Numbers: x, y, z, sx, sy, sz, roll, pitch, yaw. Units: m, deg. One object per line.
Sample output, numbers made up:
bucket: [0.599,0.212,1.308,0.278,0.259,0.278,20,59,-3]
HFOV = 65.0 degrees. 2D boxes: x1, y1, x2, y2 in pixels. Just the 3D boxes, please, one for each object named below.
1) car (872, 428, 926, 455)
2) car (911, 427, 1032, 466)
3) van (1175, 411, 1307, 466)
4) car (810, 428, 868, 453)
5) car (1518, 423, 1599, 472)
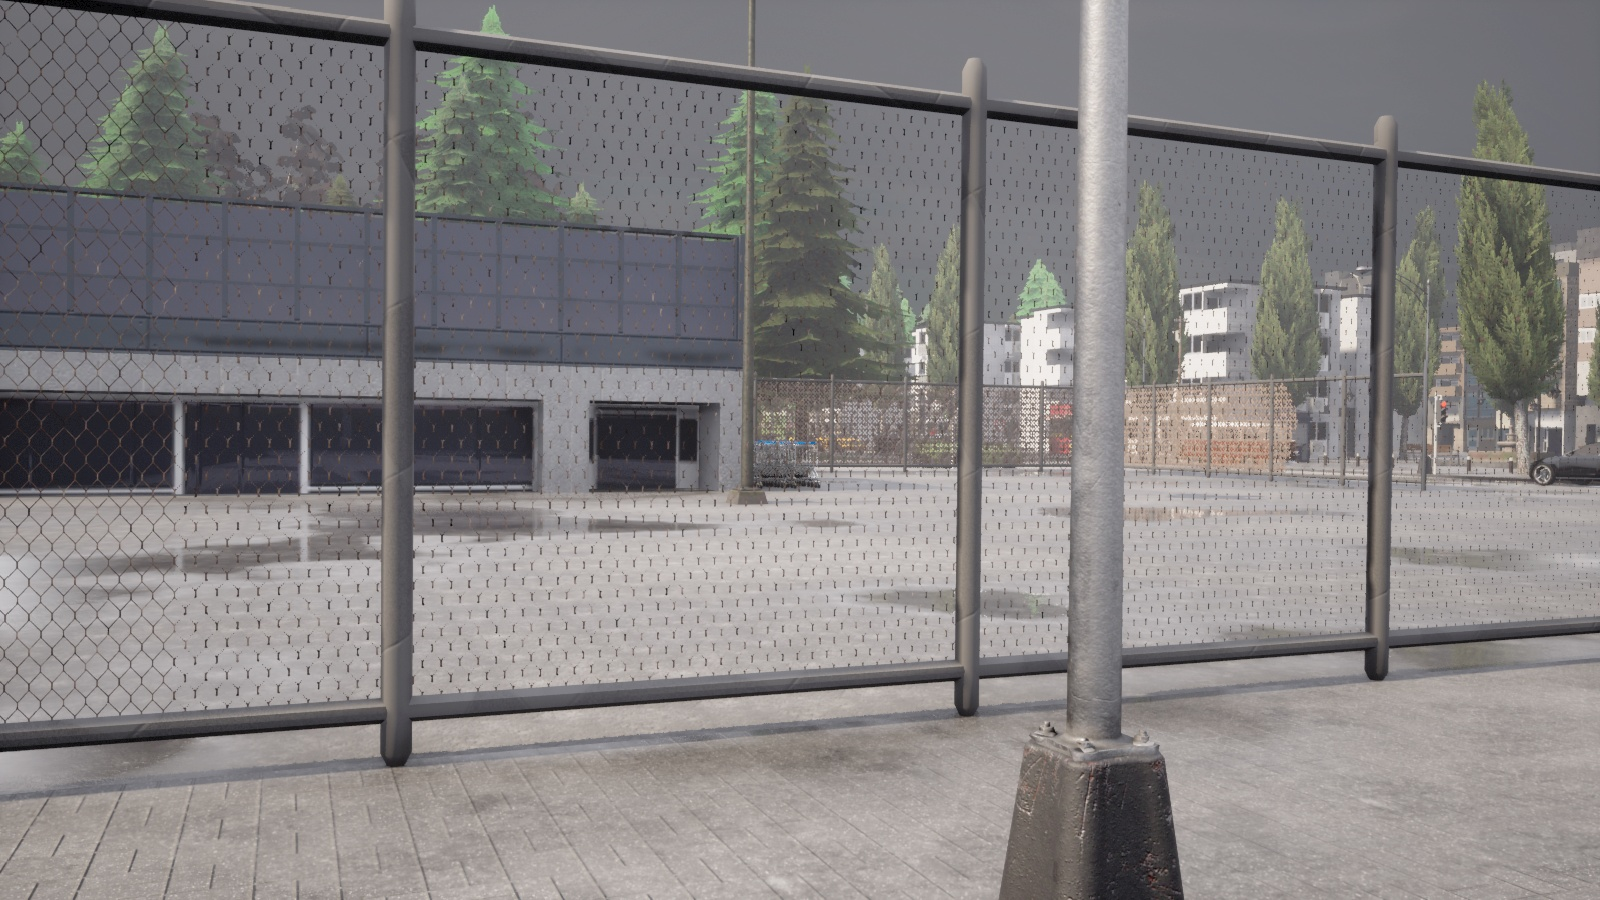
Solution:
car: [5.938,-0.520,75.749,1.789,1.549,3.705,-1,1,-21]
car: [7.000,-0.166,51.311,4.514,1.525,2.007,-1,1,-22]
van: [16.945,-0.450,48.418,2.069,2.038,4.480,-1,1,-32]
car: [2.559,-0.657,83.993,1.801,1.575,5.366,-1,1,-22]
car: [25.242,-0.109,39.003,2.163,1.488,4.792,-1,1,-22]
